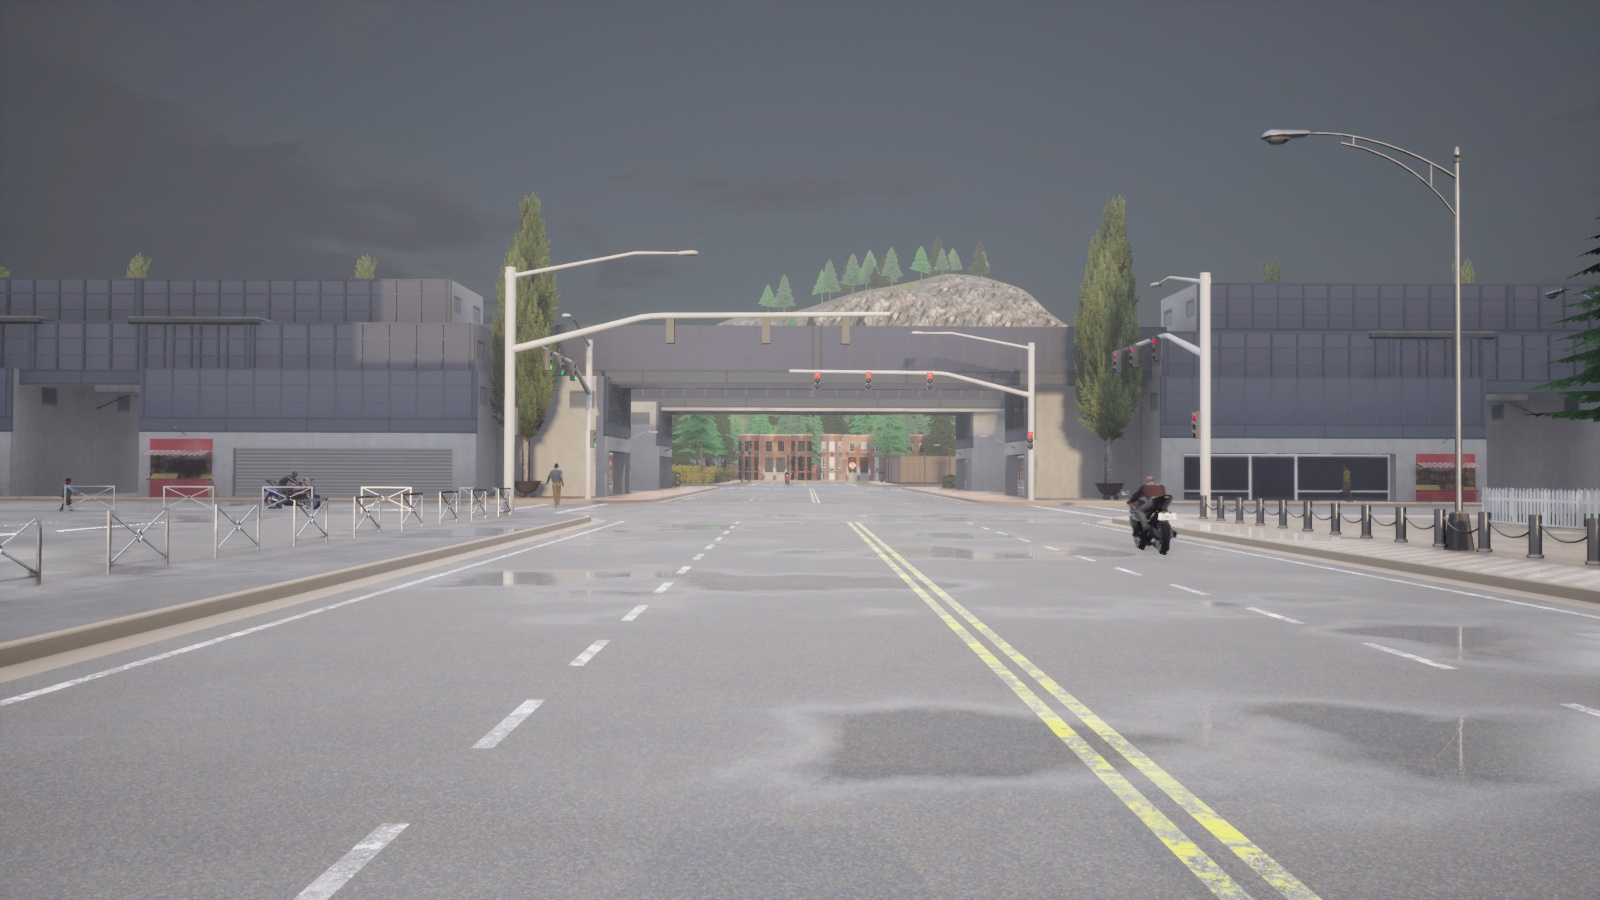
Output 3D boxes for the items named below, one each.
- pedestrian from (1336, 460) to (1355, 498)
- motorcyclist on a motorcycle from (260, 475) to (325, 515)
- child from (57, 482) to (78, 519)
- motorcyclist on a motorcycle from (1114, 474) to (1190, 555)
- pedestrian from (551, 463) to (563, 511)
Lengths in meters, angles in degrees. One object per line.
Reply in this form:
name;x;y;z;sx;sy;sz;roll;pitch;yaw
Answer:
pedestrian;26.348;1.383;60.608;0.709;1.840;0.431;0;-1;0
motorcyclist on a motorcycle;-19.648;1.743;48.641;2.191;1.530;0.866;0;-1;1
child;-23.742;1.630;40.698;0.448;1.192;0.343;0;-1;13
motorcyclist on a motorcycle;6.919;1.237;24.786;0.866;1.530;2.191;0;-1;0
pedestrian;-9.874;1.488;51.084;0.423;1.949;0.788;0;-1;-7
